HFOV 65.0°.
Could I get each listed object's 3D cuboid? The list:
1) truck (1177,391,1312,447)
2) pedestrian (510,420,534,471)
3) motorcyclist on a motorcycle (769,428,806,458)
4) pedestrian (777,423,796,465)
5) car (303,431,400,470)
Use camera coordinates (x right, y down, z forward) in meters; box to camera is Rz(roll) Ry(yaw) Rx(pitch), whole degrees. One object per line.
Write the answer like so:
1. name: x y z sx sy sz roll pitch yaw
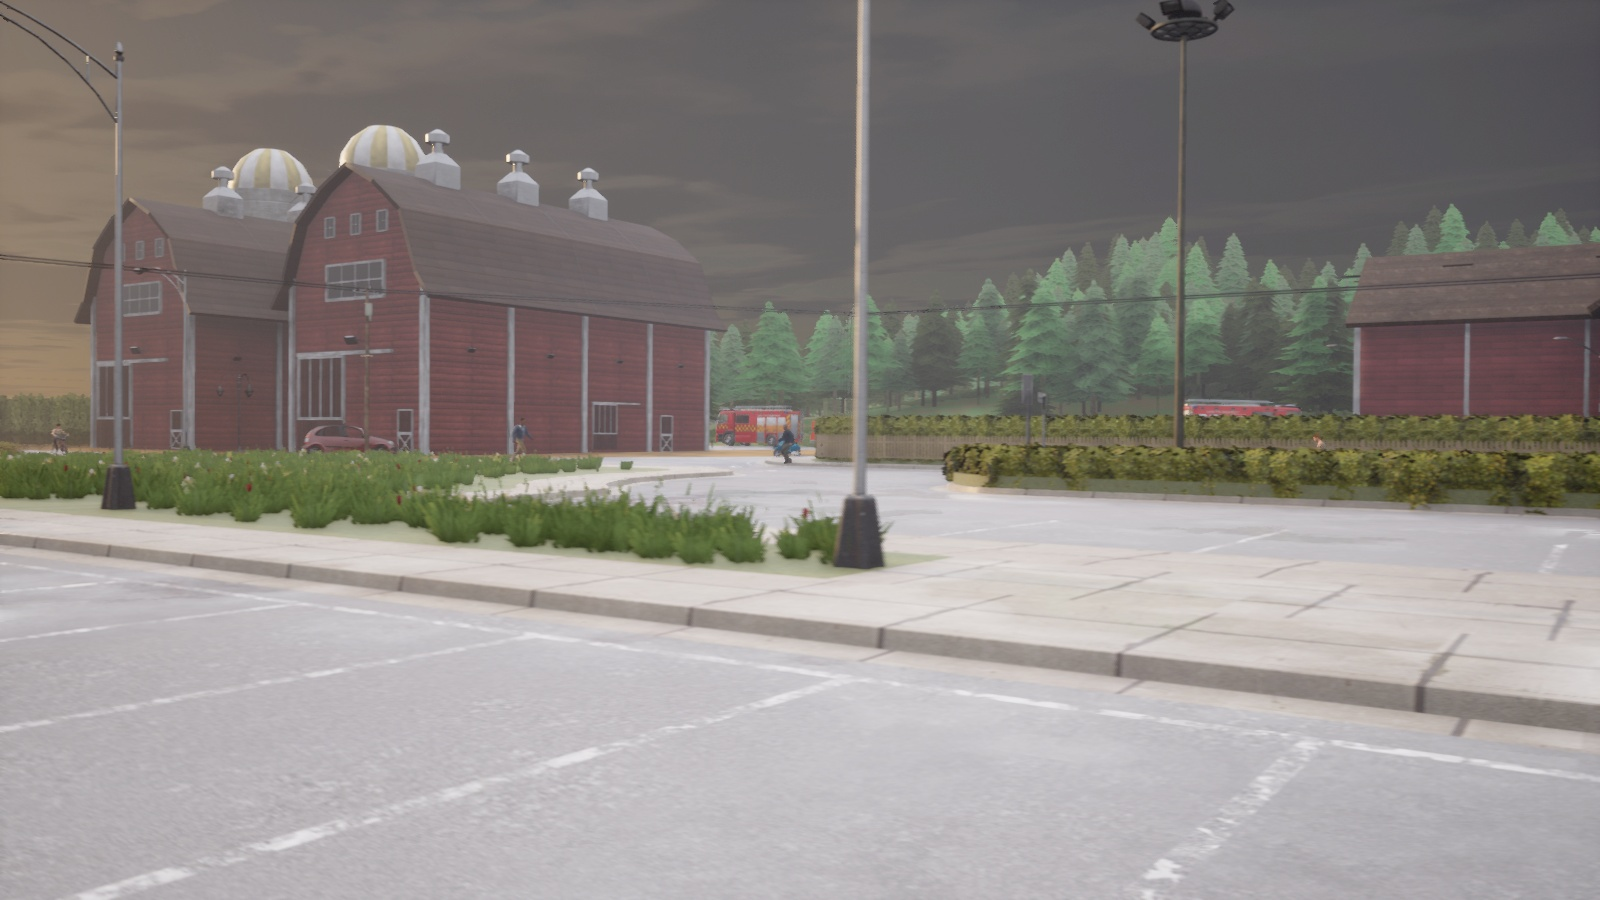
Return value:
1. truck: 30.862 -2.111 87.340 8.468 3.827 2.891 0 0 -8
2. pedestrian: -10.581 -0.173 47.801 0.788 1.949 0.423 0 1 28
3. motorcyclist on a motorcycle: -0.690 -0.377 69.038 1.817 1.590 0.866 -1 1 -32
4. pedestrian: -0.587 -0.275 55.175 0.726 1.842 0.402 -1 1 -28
5. car: -20.018 0.001 56.093 3.988 1.617 1.851 -1 1 -19
